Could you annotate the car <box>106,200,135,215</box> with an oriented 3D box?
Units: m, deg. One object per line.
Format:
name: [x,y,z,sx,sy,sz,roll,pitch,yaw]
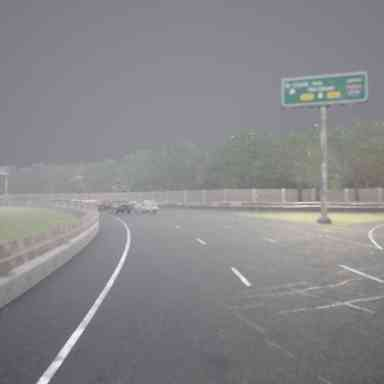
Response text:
car: [-9.013,1.992,41.722,1.837,1.490,4.892,0,-1,-27]

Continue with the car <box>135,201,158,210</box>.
car: [-7.426,2.138,54.014,1.812,1.442,4.674,0,-1,-32]

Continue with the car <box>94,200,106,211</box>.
car: [-13.468,1.952,50.483,2.097,1.767,4.553,0,-1,-32]

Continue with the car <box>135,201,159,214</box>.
car: [-6.061,2.096,43.654,1.895,1.301,4.718,0,-1,-27]

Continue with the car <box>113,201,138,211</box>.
car: [-10.455,2.154,52.260,2.033,1.411,5.357,0,-1,-32]
